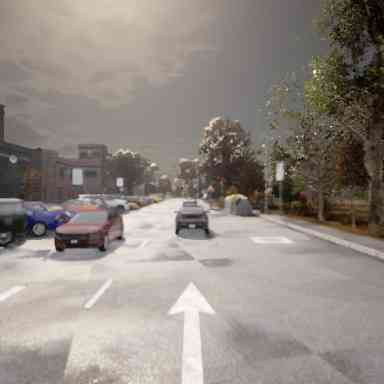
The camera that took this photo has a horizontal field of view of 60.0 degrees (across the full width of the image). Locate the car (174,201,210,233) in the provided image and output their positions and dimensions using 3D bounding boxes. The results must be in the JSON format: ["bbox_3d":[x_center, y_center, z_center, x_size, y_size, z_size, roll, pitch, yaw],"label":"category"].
[{"bbox_3d":[-0.012,1.526,19.744,1.837,1.490,4.892,0,0,0],"label":"car"}]

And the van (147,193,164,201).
[{"bbox_3d":[-10.107,1.442,92.422,4.442,1.987,1.878,-1,1,-21],"label":"van"}]

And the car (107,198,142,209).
[{"bbox_3d":[-9.612,1.615,47.449,4.674,1.452,2.002,-1,0,-20],"label":"car"}]

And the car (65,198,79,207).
[{"bbox_3d":[-9.557,1.389,20.422,4.553,1.767,2.185,-1,0,-20],"label":"car"}]

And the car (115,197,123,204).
[{"bbox_3d":[-9.542,1.563,32.454,4.792,1.488,2.163,-1,0,-20],"label":"car"}]

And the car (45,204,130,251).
[{"bbox_3d":[-4.210,1.496,14.360,1.882,1.535,5.008,0,0,0],"label":"car"}]

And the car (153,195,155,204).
[{"bbox_3d":[-9.669,1.664,59.458,4.674,1.452,2.002,-1,-1,-20],"label":"car"}]

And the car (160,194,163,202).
[{"bbox_3d":[-9.572,1.677,71.524,5.366,1.575,1.946,-1,-1,-20],"label":"car"}]

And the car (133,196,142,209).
[{"bbox_3d":[-9.422,1.551,41.514,5.366,1.575,1.946,-1,0,-20],"label":"car"}]

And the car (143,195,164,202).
[{"bbox_3d":[-9.911,1.715,86.477,5.008,1.535,2.097,-1,0,-21],"label":"car"}]

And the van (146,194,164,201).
[{"bbox_3d":[-10.061,1.467,89.422,4.442,1.987,1.878,-1,1,-21],"label":"van"}]

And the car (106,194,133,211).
[{"bbox_3d":[-9.555,1.288,35.455,5.566,2.045,2.435,-1,0,-20],"label":"car"}]

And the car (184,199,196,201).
[{"bbox_3d":[-0.220,1.553,40.854,2.128,1.511,4.902,0,0,-1],"label":"car"}]

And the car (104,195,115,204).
[{"bbox_3d":[-9.527,1.402,29.441,4.553,1.767,2.185,-1,0,-20],"label":"car"}]

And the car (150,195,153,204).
[{"bbox_3d":[-9.624,1.640,56.467,4.792,1.488,2.163,-1,-1,-20],"label":"car"}]

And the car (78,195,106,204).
[{"bbox_3d":[-9.516,1.397,26.439,4.553,1.767,2.185,-1,0,-20],"label":"car"}]

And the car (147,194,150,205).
[{"bbox_3d":[-9.671,1.473,53.447,4.553,1.767,2.185,-1,-1,-20],"label":"car"}]

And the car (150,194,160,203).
[{"bbox_3d":[-9.731,1.669,68.458,4.892,1.521,2.231,-1,-1,-20],"label":"car"}]

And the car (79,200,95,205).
[{"bbox_3d":[-9.536,1.559,23.430,4.674,1.452,2.002,-1,0,-20],"label":"car"}]

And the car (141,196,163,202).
[{"bbox_3d":[-10.033,1.732,83.408,5.366,1.575,1.946,-1,0,-21],"label":"car"}]

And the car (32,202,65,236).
[{"bbox_3d":[-9.501,1.511,17.419,5.008,1.535,2.097,-1,0,-20],"label":"car"}]

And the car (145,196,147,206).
[{"bbox_3d":[-9.659,1.461,50.446,4.553,1.767,2.185,-1,0,-20],"label":"car"}]

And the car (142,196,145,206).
[{"bbox_3d":[-9.596,1.314,44.472,5.566,2.045,2.435,-1,-1,-20],"label":"car"}]

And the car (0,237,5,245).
[{"bbox_3d":[-4.085,1.513,3.119,1.837,1.490,4.892,0,-1,0],"label":"car"}]

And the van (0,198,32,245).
[{"bbox_3d":[-9.603,1.284,14.373,4.442,1.987,1.878,-1,0,-20],"label":"van"}]
